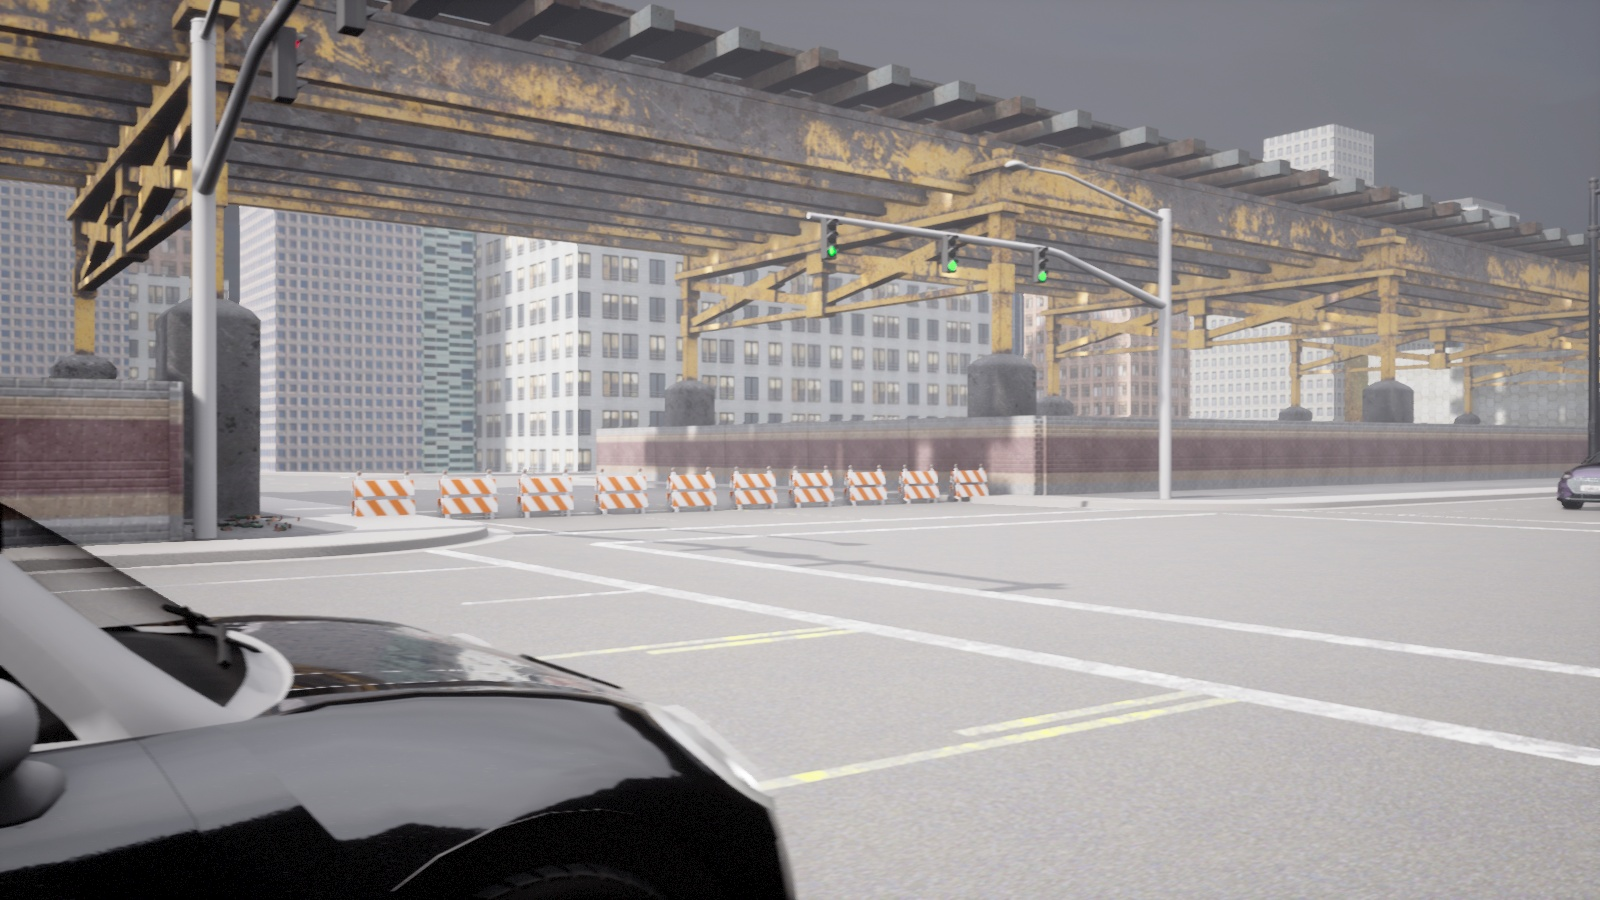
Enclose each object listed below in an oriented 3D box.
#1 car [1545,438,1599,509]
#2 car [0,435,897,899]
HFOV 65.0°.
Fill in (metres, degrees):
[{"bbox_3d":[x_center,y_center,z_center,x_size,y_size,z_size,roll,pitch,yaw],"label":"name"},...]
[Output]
[{"bbox_3d":[20.493,0.528,30.766,4.856,1.649,2.033,0,0,-35],"label":"car"},{"bbox_3d":[-1.924,0.722,2.320,3.806,1.475,1.970,0,0,-35],"label":"car"}]
